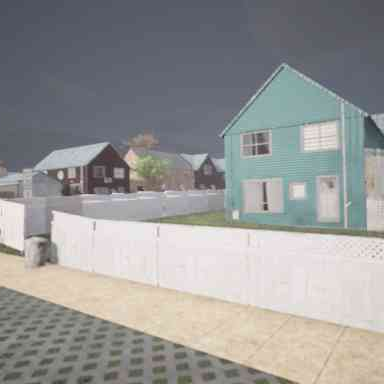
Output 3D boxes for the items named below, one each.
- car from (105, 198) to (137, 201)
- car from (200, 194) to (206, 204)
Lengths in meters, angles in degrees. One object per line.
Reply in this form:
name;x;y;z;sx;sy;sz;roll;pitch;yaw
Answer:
car;-6.420;1.021;29.075;1.882;1.535;5.008;-2;1;35
car;1.620;0.647;40.499;1.882;1.535;5.008;-2;0;35
